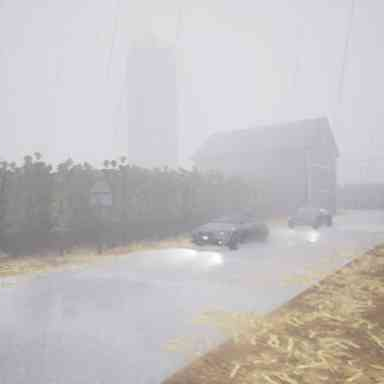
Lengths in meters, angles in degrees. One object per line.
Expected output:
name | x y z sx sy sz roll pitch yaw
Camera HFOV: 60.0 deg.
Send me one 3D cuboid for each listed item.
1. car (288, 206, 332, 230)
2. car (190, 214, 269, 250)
car | 8.283 1.723 23.063 1.812 1.442 4.674 -1 -1 39
car | 1.804 1.689 15.057 1.994 1.385 4.181 -1 -1 40
